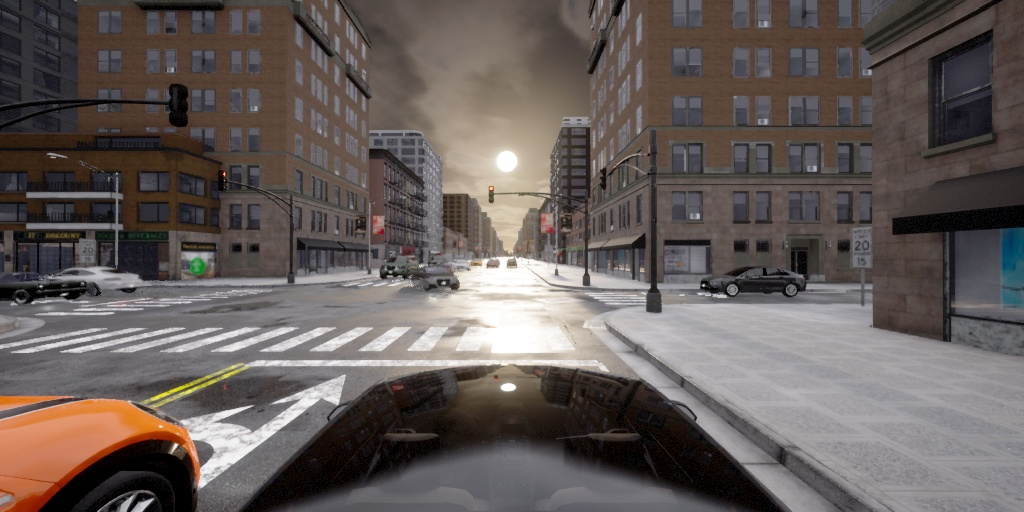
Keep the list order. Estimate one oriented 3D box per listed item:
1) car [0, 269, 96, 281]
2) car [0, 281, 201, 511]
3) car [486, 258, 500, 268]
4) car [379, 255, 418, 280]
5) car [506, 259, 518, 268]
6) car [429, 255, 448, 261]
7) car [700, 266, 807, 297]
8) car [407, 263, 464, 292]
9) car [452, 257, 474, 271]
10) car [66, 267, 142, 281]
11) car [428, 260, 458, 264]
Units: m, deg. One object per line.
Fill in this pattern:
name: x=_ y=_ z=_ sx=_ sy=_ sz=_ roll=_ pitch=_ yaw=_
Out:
car: x=-21.516 y=1.345 z=15.462 sx=4.718 sy=1.301 sz=1.895 roll=0 pitch=0 yaw=0
car: x=-3.237 y=1.102 z=0.601 sx=2.097 sy=1.767 sz=4.553 roll=0 pitch=0 yaw=0
car: x=-3.369 y=1.304 z=61.948 sx=1.994 sy=1.385 sz=4.181 roll=0 pitch=0 yaw=0
car: x=-9.906 y=0.970 z=31.966 sx=2.150 sy=2.045 sz=5.566 roll=0 pitch=0 yaw=0
car: x=-0.021 y=1.245 z=63.086 sx=1.837 sy=1.490 sz=4.892 roll=0 pitch=0 yaw=0
car: x=-9.944 y=0.961 z=48.722 sx=2.150 sy=2.045 sz=5.566 roll=0 pitch=1 yaw=-1
car: x=12.424 y=1.294 z=18.639 sx=4.892 sy=1.490 sz=1.837 roll=0 pitch=0 yaw=1
car: x=-4.714 y=1.319 z=21.581 sx=1.994 sy=1.385 sz=4.181 roll=0 pitch=0 yaw=-28
car: x=-6.688 y=1.271 z=48.530 sx=1.812 sy=1.442 sz=4.674 roll=0 pitch=0 yaw=0
car: x=-21.624 y=1.280 z=18.255 sx=4.674 sy=1.442 sz=1.812 roll=0 pitch=0 yaw=1
car: x=-6.665 y=1.349 z=34.269 sx=1.895 sy=1.301 sz=4.718 roll=0 pitch=0 yaw=0
